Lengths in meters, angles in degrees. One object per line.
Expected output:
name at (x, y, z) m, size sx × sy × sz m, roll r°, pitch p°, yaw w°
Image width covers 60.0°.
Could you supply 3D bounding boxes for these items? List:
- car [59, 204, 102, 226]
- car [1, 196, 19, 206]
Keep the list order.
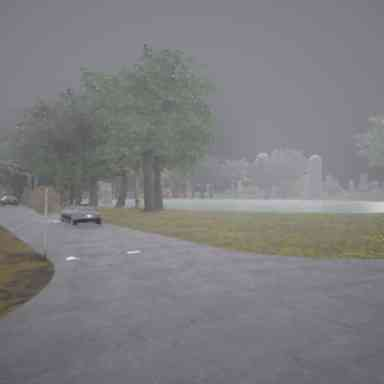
car at (-7.913, 1.544, 23.479) m, size 1.994 × 1.385 × 4.181 m, roll 2°, pitch -1°, yaw -36°
car at (-29.312, 1.347, 53.446) m, size 2.097 × 1.767 × 4.553 m, roll 2°, pitch -1°, yaw -36°
